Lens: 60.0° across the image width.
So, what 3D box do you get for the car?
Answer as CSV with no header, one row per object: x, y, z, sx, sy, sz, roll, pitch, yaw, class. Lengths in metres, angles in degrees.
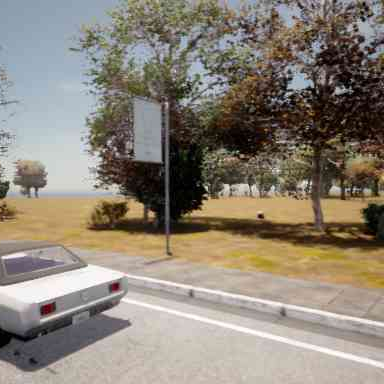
-3.526,1.599,6.205,4.718,1.301,1.895,0,0,33,car
